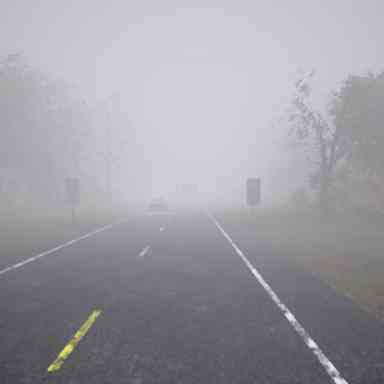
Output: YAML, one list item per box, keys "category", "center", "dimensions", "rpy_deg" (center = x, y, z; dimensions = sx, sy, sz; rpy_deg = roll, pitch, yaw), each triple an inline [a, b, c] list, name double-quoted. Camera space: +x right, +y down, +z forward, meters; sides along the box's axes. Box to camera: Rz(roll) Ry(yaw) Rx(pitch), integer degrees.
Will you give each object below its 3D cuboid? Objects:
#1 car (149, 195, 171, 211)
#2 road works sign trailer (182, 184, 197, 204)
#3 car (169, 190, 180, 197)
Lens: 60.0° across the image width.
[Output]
- category: "car"
  center: [-3.732, 1.348, 37.861]
  dimensions: [1.882, 1.535, 5.008]
  rpy_deg: [0, 0, 0]
- category: "road works sign trailer"
  center: [-0.316, 0.268, 56.868]
  dimensions: [2.380, 3.560, 2.880]
  rpy_deg: [0, 0, 1]
- category: "car"
  center: [-4.105, 0.571, 78.245]
  dimensions: [2.150, 2.045, 5.566]
  rpy_deg: [0, 0, -1]
